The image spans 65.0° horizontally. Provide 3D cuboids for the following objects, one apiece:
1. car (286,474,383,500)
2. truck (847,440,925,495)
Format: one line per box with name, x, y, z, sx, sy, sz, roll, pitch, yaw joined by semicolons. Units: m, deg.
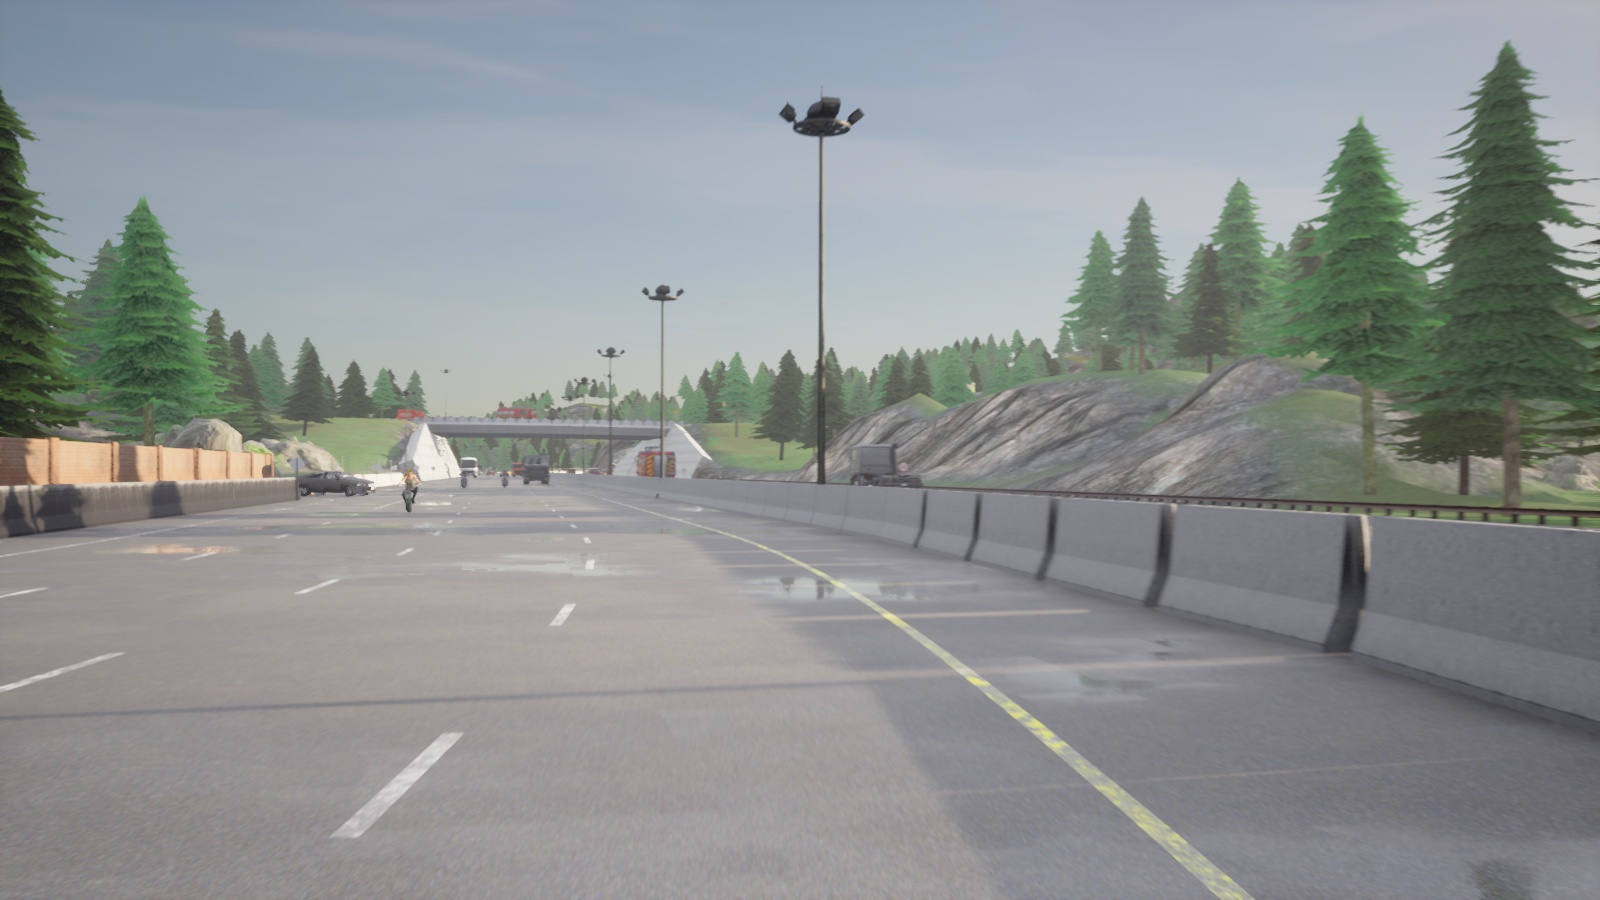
car;-27.310;2.178;73.739;4.902;1.511;2.128;-1;-1;11
truck;5.599;1.187;83.440;2.891;3.462;7.936;0;-1;-13
